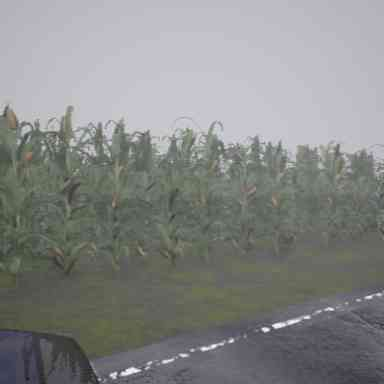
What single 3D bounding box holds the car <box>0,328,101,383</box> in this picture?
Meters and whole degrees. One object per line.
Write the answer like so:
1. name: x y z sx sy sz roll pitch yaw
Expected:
1. car: -2.510 1.526 1.607 4.181 1.385 1.994 0 1 -29
